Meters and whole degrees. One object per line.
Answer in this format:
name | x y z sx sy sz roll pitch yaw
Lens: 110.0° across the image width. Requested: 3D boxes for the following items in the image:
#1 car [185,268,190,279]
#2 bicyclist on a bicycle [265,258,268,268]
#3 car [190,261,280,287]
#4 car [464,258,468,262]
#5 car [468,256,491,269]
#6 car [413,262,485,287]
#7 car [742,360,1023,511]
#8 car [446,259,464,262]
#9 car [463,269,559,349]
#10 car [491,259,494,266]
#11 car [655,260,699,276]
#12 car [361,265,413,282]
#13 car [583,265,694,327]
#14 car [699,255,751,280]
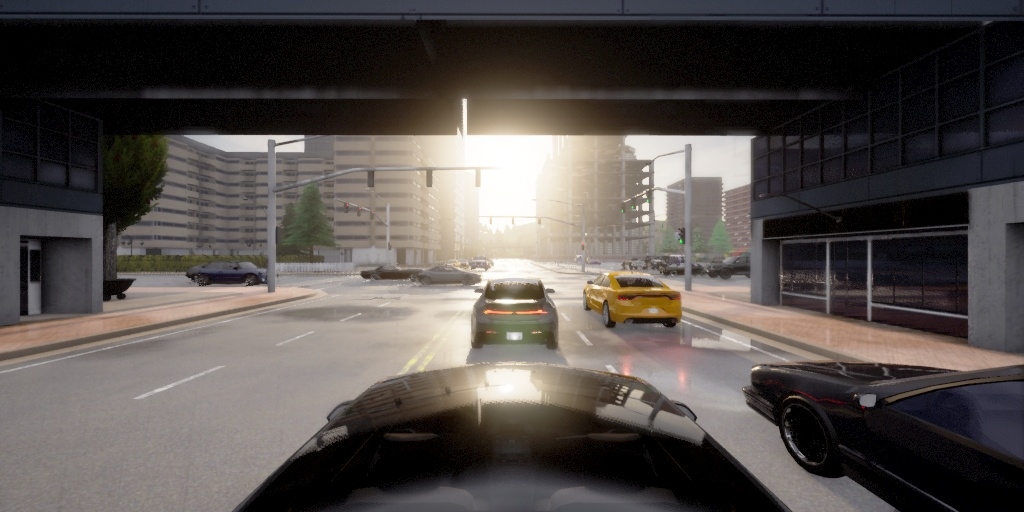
car | -22.026 1.242 27.446 4.902 1.511 2.128 0 0 0
bicyclist on a bicycle | -25.995 1.051 38.409 0.582 1.620 1.656 0 0 0
car | -18.167 1.102 23.971 4.553 1.767 2.097 0 0 0
car | -8.041 1.228 57.249 1.882 1.535 5.008 0 0 0
car | -4.506 0.971 50.558 2.150 2.045 5.566 0 0 0
car | -4.151 1.314 24.126 4.181 1.385 1.994 0 0 -1
car | 3.600 1.297 1.687 2.033 1.411 5.357 0 0 0
car | -7.990 1.228 47.676 1.882 1.535 5.008 0 0 0
car | 0.066 1.255 9.143 1.837 1.490 4.892 0 0 0
car | -4.550 1.241 60.299 2.128 1.511 4.902 0 0 0
car | 16.892 1.351 34.914 4.718 1.301 1.895 0 0 0
car | -9.424 1.351 28.561 4.718 1.301 1.895 0 0 -16
car | 3.578 1.228 11.513 1.882 1.535 5.008 0 0 0
car | 19.904 0.971 31.375 5.566 2.045 2.150 0 0 1
